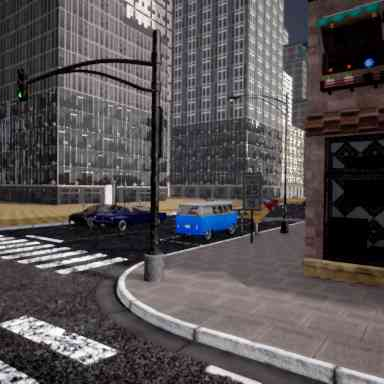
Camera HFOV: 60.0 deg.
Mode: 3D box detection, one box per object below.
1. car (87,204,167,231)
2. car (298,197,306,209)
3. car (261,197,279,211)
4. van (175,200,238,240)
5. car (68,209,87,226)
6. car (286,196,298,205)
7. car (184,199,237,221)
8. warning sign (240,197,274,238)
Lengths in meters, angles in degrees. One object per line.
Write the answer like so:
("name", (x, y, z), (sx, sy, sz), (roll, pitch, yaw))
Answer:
("car", (-3.744, 1.540, 20.520), (1.895, 1.301, 4.718), (1, 1, 36))
("car", (15.608, 1.415, 42.228), (1.882, 1.535, 5.008), (1, 1, 36))
("car", (7.506, 1.505, 36.272), (1.895, 1.301, 4.718), (1, 1, 36))
("van", (0.870, 1.368, 17.009), (1.690, 1.788, 3.998), (1, 1, 36))
("car", (-5.954, 1.466, 21.880), (1.947, 1.339, 4.313), (1, 1, 36))
("car", (16.442, 1.363, 53.266), (1.752, 1.417, 4.829), (1, 1, 36))
("car", (1.646, 1.413, 28.070), (2.128, 1.511, 4.902), (1, 1, 35))
("warning sign", (3.150, 1.177, 16.112), (1.300, 1.860, 1.060), (1, 1, 36))
